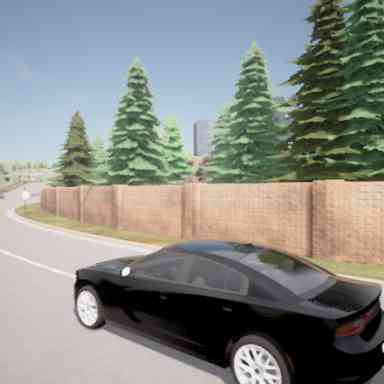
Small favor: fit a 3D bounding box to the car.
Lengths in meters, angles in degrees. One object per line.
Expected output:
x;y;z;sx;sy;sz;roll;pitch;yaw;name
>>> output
0.132;1.472;5.130;5.008;1.535;1.882;0;0;38;car
